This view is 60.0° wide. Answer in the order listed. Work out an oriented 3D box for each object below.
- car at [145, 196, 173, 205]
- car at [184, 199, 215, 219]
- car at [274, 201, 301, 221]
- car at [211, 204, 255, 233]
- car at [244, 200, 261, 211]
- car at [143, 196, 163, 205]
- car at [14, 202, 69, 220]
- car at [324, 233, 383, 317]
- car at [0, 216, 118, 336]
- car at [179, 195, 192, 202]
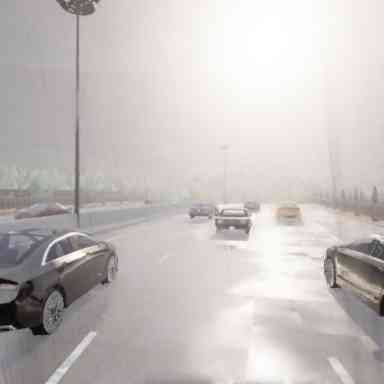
[{"bbox_3d":[-3.676,1.491,40.329,1.837,1.490,4.892,0,-1,13],"label":"car"},{"bbox_3d":[1.083,1.552,29.090,2.033,1.411,5.357,0,0,13],"label":"car"},{"bbox_3d":[8.032,1.513,28.020,1.882,1.535,5.008,0,0,13],"label":"car"},{"bbox_3d":[2.589,1.612,19.828,1.895,1.301,4.718,0,0,12],"label":"car"},{"bbox_3d":[7.330,1.596,40.570,1.994,1.385,4.181,0,0,13],"label":"car"},{"bbox_3d":[-6.686,1.449,58.143,1.882,1.535,5.008,0,0,13],"label":"car"},{"bbox_3d":[-10.910,1.478,24.571,1.812,1.442,4.674,0,0,13],"label":"car"},{"bbox_3d":[4.009,1.509,6.249,2.128,1.511,4.902,0,0,5],"label":"car"},{"bbox_3d":[-2.952,1.478,6.678,2.128,1.511,4.902,0,0,5],"label":"car"},{"bbox_3d":[-1.163,1.456,66.433,1.837,1.490,4.892,0,-1,13],"label":"car"}]
